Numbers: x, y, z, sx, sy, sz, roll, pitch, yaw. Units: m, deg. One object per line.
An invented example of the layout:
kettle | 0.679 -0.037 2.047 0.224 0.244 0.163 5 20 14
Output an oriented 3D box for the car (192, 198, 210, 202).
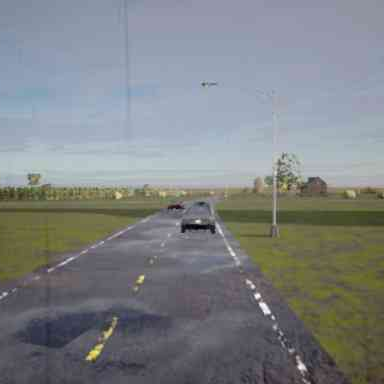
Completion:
car | 1.070 1.469 38.389 1.837 1.490 4.892 0 0 3

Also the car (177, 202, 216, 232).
car | 0.383 1.549 19.878 1.994 1.385 4.181 0 0 2

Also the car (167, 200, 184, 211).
car | -1.838 1.562 39.157 1.895 1.301 4.718 0 0 3
